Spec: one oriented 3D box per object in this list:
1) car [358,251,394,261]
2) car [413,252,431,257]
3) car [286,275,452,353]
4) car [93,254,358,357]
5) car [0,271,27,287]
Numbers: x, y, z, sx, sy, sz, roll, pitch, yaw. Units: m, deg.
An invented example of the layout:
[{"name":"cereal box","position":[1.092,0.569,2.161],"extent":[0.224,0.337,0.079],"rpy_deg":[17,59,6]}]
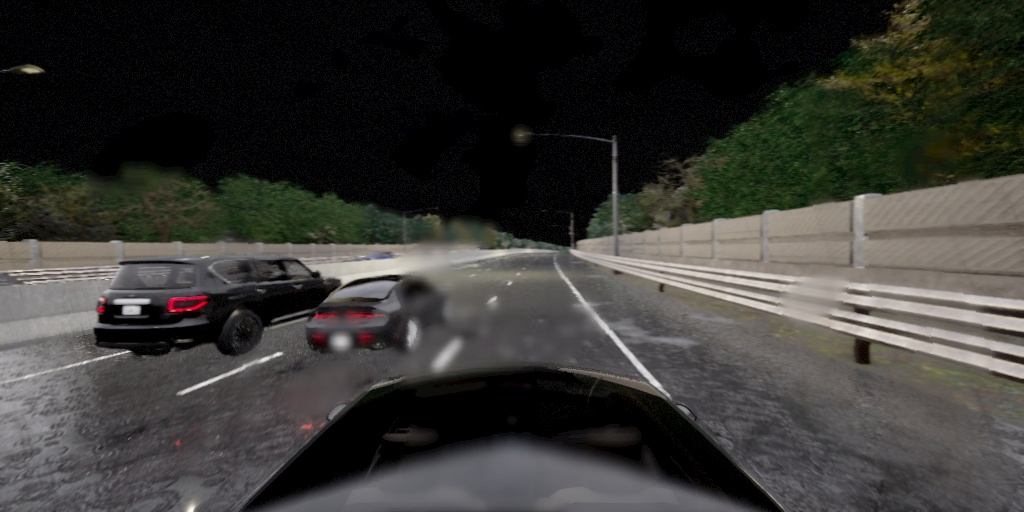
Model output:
[{"name":"car","position":[-17.224,0.368,46.218],"extent":[2.150,2.045,5.566],"rpy_deg":[-1,1,6]},{"name":"car","position":[-13.087,0.279,51.833],"extent":[2.097,1.767,4.553],"rpy_deg":[-1,1,7]},{"name":"car","position":[-2.801,1.195,8.643],"extent":[1.837,1.490,4.892],"rpy_deg":[-1,1,4]},{"name":"car","position":[-6.307,0.972,8.804],"extent":[2.150,2.045,5.566],"rpy_deg":[-1,1,4]},{"name":"car","position":[-16.929,1.274,10.035],"extent":[2.097,1.767,4.553],"rpy_deg":[-1,1,4]}]
